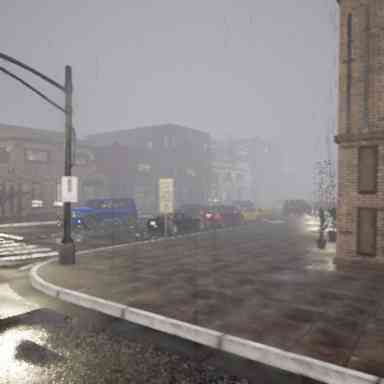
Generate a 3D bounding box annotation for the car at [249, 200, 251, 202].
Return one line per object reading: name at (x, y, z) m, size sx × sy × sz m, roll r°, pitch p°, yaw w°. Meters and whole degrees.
car at (5.606, 1.712, 39.184) m, size 2.097 × 1.767 × 4.553 m, roll 1°, pitch 0°, yaw 36°

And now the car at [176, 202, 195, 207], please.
car at (-0.293, 1.743, 31.155) m, size 1.882 × 1.535 × 5.008 m, roll 1°, pitch 0°, yaw 36°

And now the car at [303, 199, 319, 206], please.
car at (25.045, 2.219, 70.140) m, size 2.008 × 1.369 × 4.403 m, roll 0°, pitch 0°, yaw 36°

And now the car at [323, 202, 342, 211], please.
car at (21.971, 2.207, 51.761) m, size 1.802 × 1.307 × 4.206 m, roll 0°, pitch 0°, yaw 36°

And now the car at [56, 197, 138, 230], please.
car at (-6.199, 1.392, 23.087) m, size 2.150 × 2.045 × 5.566 m, roll 1°, pitch 0°, yaw 36°

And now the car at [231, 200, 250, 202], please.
car at (3.097, 1.799, 30.392) m, size 1.882 × 1.535 × 5.008 m, roll 1°, pitch 0°, yaw 36°

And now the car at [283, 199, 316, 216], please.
car at (12.137, 1.783, 38.335) m, size 2.192 × 1.841 × 5.009 m, roll 0°, pitch 0°, yaw 36°

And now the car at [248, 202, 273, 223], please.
car at (5.679, 1.890, 29.520) m, size 1.752 × 1.417 × 4.829 m, roll 0°, pitch 0°, yaw 36°

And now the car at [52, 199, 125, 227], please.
car at (-7.736, 1.459, 25.382) m, size 2.192 × 1.841 × 5.009 m, roll 0°, pitch 0°, yaw 36°

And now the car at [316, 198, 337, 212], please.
car at (18.693, 2.013, 47.286) m, size 1.967 × 1.590 × 4.097 m, roll 0°, pitch 0°, yaw 36°

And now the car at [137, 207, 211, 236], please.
car at (-0.978, 1.824, 20.430) m, size 1.947 × 1.339 × 4.313 m, roll 0°, pitch 0°, yaw 36°

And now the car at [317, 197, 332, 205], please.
car at (31.604, 2.087, 79.093) m, size 2.192 × 1.841 × 5.009 m, roll 0°, pitch 0°, yaw 36°

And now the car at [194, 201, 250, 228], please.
car at (2.302, 1.751, 24.907) m, size 1.967 × 1.590 × 4.097 m, roll 0°, pitch 0°, yaw 36°

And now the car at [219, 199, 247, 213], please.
car at (5.376, 1.794, 43.285) m, size 1.967 × 1.590 × 4.097 m, roll 0°, pitch 0°, yaw 36°
